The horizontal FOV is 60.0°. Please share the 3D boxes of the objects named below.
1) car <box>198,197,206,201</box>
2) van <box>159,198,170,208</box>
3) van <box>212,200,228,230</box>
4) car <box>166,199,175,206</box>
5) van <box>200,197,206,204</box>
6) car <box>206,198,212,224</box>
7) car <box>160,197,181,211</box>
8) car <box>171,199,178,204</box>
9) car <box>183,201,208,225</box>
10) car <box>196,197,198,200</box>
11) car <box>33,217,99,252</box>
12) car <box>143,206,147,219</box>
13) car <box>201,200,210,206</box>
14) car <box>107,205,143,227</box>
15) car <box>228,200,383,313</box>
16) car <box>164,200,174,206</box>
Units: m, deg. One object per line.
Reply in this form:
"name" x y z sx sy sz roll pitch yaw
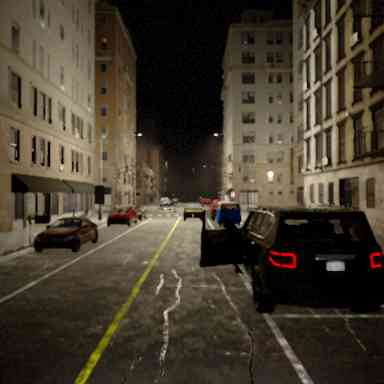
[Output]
"car" 2.964 2.102 68.511 2.192 1.841 5.009 0 -1 0
"van" -5.169 2.077 63.133 1.690 1.788 3.998 0 -1 0
"van" 2.737 1.638 25.631 1.690 1.788 3.998 0 -1 0
"car" -5.104 2.465 79.348 1.887 1.381 4.507 0 -1 0
"van" 3.039 2.434 95.540 1.690 1.788 3.998 0 -1 0
"car" 2.757 1.675 31.143 2.192 1.841 5.009 0 -1 0
"car" -2.613 1.558 35.544 2.128 1.511 4.902 0 -1 0
"car" -5.040 2.645 95.400 1.752 1.417 4.829 0 -1 0
"car" 0.171 1.852 30.893 2.128 1.511 4.902 0 -1 1
"car" 3.024 2.347 90.135 2.192 1.841 5.009 0 -1 0
"car" -5.329 1.761 14.637 1.802 1.307 4.206 0 -1 0
"car" -5.267 1.937 31.169 1.947 1.339 4.313 0 -1 0
"car" 2.979 2.399 73.914 2.008 1.369 4.403 0 -1 0
"car" -5.288 1.852 25.659 1.887 1.381 4.507 0 -1 0
"car" 2.304 1.313 7.993 2.150 2.045 5.566 0 -1 0
"car" -5.126 2.424 73.942 1.947 1.339 4.313 0 -1 0
